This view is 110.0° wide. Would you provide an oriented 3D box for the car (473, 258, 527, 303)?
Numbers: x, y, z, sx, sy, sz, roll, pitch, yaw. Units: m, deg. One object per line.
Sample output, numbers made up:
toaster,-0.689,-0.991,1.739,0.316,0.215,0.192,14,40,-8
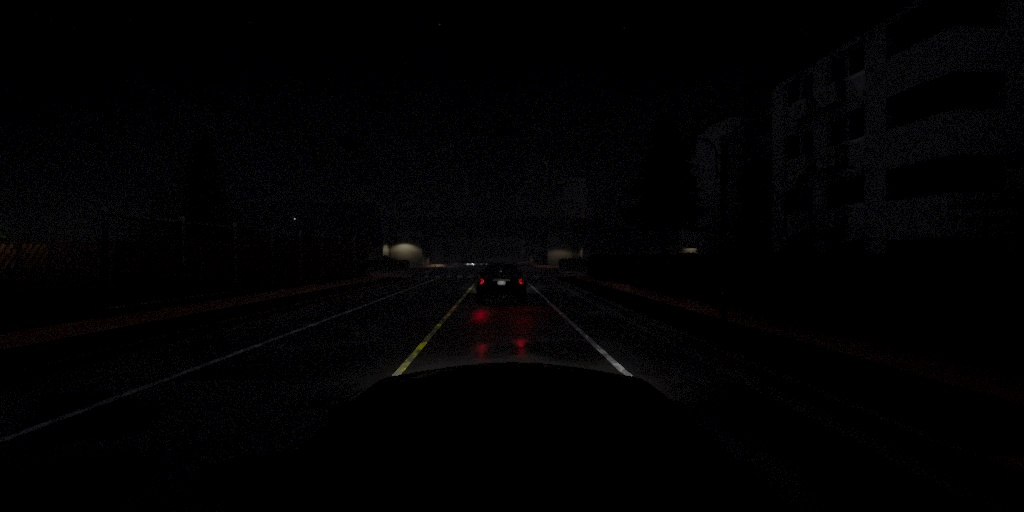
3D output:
car,-0.490,1.100,16.519,2.097,1.767,4.553,0,0,-2
